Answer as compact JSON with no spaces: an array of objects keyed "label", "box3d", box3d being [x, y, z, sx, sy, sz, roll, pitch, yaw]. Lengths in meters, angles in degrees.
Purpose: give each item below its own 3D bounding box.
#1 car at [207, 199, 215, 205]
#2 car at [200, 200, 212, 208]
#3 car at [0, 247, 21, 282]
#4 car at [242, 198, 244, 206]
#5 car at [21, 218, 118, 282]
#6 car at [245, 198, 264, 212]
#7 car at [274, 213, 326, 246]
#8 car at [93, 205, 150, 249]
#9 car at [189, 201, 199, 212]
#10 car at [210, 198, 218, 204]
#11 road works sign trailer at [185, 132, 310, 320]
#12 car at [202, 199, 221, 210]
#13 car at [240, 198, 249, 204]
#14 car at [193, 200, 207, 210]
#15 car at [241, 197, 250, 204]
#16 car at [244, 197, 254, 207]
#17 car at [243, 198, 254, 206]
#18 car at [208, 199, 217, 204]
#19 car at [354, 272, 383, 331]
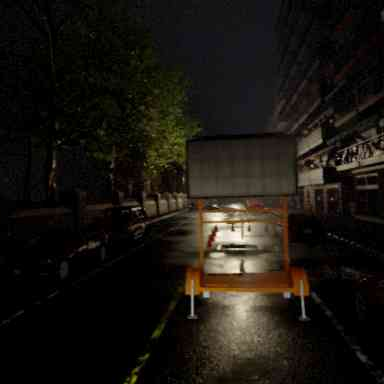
[{"label":"car","box3d":[4.833,2.467,83.171,1.752,1.417,4.829,-2,-1,7]},{"label":"car","box3d":[2.771,2.328,66.578,2.008,1.369,4.403,-2,-1,7]},{"label":"car","box3d":[-4.867,1.793,5.120,1.802,1.307,4.206,-2,-1,7]},{"label":"car","box3d":[9.691,1.846,54.375,1.967,1.590,4.097,-2,-1,7]},{"label":"car","box3d":[-4.174,1.804,10.708,1.887,1.381,4.507,-2,-1,7]},{"label":"car","box3d":[8.306,1.843,43.200,1.887,1.381,4.507,-2,-1,7]},{"label":"car","box3d":[4.834,1.611,15.266,1.947,1.339,4.313,-2,-1,7]},{"label":"car","box3d":[-3.486,1.623,16.300,2.192,1.841,5.009,-2,-1,7]},{"label":"car","box3d":[0.684,2.055,49.820,1.967,1.590,4.097,-2,-1,7]},{"label":"car","box3d":[6.222,2.583,94.345,1.752,1.417,4.829,-2,-1,7]},{"label":"road works sign trailer","box3d":[1.117,0.523,7.433,2.380,3.560,2.880,-2,-1,7]},{"label":"car","box3d":[3.127,2.063,47.828,2.033,1.411,5.357,-2,-1,8]},{"label":"car","box3d":[13.863,2.304,87.896,1.947,1.339,4.313,-2,-1,7]},{"label":"car","box3d":[1.378,2.109,55.405,1.967,1.590,4.097,-2,-1,7]},{"label":"car","box3d":[13.164,2.121,82.310,1.967,1.590,4.097,-2,-1,7]},{"label":"car","box3d":[9.000,1.897,48.788,1.887,1.381,4.507,-2,-1,7]},{"label":"car","box3d":[11.080,1.954,65.550,1.967,1.590,4.097,-2,-1,7]},{"label":"car","box3d":[5.550,2.552,88.926,2.008,1.369,4.403,-2,-1,7]},{"label":"car","box3d":[3.445,1.530,4.090,1.802,1.307,4.206,-2,-1,7]}]
